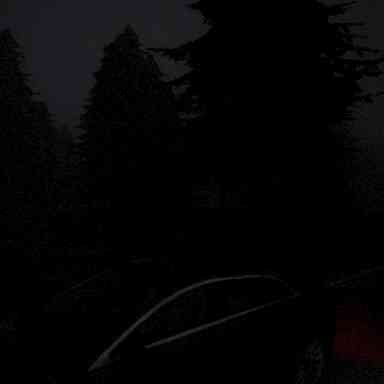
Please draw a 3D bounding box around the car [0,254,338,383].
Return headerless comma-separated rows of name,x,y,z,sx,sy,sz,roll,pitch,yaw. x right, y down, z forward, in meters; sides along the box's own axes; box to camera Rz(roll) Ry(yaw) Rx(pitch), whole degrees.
car,-0.364,1.523,3.580,4.902,1.511,2.128,1,-1,-37
